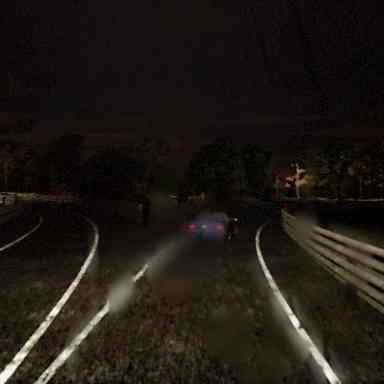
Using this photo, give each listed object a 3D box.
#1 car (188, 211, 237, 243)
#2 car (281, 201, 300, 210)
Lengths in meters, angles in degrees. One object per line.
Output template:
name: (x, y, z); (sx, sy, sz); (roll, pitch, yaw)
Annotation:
car: (1.197, 1.673, 17.030); (2.033, 1.411, 5.357); (0, -1, 13)
car: (14.221, 1.984, 47.360); (2.128, 1.511, 4.902); (0, -1, 36)
